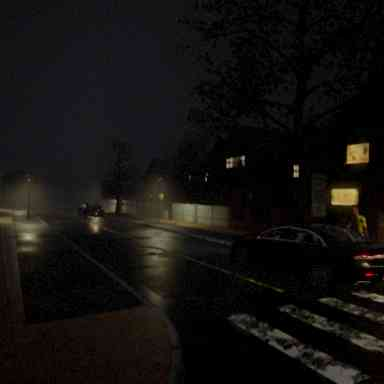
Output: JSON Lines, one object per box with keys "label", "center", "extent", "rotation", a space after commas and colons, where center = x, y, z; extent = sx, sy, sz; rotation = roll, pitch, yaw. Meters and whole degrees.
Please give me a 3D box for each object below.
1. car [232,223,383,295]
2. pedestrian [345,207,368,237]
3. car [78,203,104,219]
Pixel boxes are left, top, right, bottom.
{"label": "car", "center": [3.025, 1.616, 9.249], "extent": [2.128, 1.511, 4.902], "rotation": [2, -1, -29]}
{"label": "pedestrian", "center": [4.862, 1.303, 9.775], "extent": [0.375, 1.860, 0.375], "rotation": [1, 0, -29]}
{"label": "car", "center": [-10.073, 1.829, 33.051], "extent": [2.128, 1.511, 4.902], "rotation": [2, -1, -29]}
